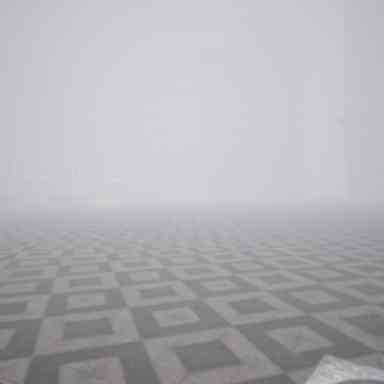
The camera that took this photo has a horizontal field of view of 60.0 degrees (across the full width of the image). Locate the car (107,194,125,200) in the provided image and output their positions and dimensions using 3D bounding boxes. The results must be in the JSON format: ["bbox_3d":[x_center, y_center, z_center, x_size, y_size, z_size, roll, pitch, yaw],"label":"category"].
[{"bbox_3d":[-20.290,1.282,88.821,1.887,1.381,4.507,0,1,35],"label":"car"}]

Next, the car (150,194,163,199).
[{"bbox_3d":[-10.184,1.151,88.313,1.887,1.381,4.507,0,1,35],"label":"car"}]

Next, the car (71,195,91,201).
[{"bbox_3d":[-26.628,1.409,79.931,2.008,1.369,4.403,0,1,35],"label":"car"}]

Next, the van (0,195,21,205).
[{"bbox_3d":[-32.369,1.396,57.190,1.690,1.788,3.998,0,1,35],"label":"van"}]

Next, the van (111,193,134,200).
[{"bbox_3d":[-16.523,1.063,79.420,1.690,1.788,3.998,0,1,35],"label":"van"}]

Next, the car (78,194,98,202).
[{"bbox_3d":[-22.860,1.399,70.530,2.008,1.369,4.403,0,1,35],"label":"car"}]

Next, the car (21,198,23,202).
[{"bbox_3d":[-36.135,1.610,66.594,2.008,1.369,4.403,0,1,35],"label":"car"}]

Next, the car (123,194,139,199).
[{"bbox_3d":[-17.122,1.263,93.267,1.802,1.307,4.206,0,1,35],"label":"car"}]

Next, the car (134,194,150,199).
[{"bbox_3d":[-13.353,1.102,83.867,1.967,1.590,4.097,0,1,35],"label":"car"}]

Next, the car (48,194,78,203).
[{"bbox_3d":[-26.030,1.231,66.082,2.192,1.841,5.009,0,1,35],"label":"car"}]

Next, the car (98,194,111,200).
[{"bbox_3d":[-23.459,1.236,84.375,1.967,1.590,4.097,0,1,35],"label":"car"}]
